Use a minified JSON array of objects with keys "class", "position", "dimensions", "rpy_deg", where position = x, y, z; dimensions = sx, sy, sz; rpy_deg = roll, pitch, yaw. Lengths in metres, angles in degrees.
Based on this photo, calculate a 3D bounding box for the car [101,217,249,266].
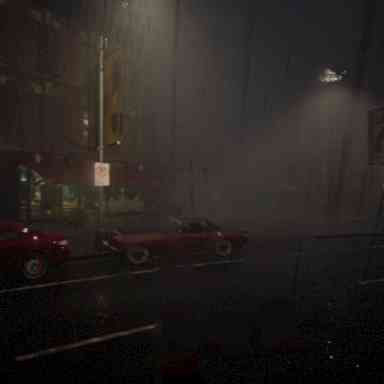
[{"class":"car","position":[-0.555,1.526,11.190],"dimensions":[4.718,1.301,1.895],"rpy_deg":[0,0,-25]}]

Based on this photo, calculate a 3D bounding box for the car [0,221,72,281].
[{"class":"car","position":[-5.388,1.464,8.111],"dimensions":[4.674,1.452,2.002],"rpy_deg":[0,0,-35]}]
